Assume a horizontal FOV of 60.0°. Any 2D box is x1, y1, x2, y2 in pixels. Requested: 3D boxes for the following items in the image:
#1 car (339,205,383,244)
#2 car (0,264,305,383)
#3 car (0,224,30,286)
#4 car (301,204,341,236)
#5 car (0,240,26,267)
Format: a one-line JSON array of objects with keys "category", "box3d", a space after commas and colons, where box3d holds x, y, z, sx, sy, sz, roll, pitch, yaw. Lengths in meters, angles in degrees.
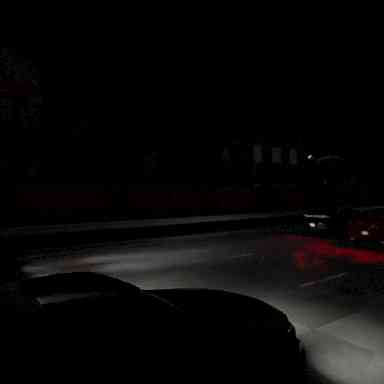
[{"category": "car", "box3d": [8.658, 1.413, 14.216, 5.008, 1.535, 1.882, 0, 0, -35]}, {"category": "car", "box3d": [-0.950, 1.522, 3.067, 4.674, 1.442, 1.812, 0, 0, -36]}, {"category": "car", "box3d": [-6.521, 1.605, 7.693, 4.718, 1.301, 1.895, 0, 0, -35]}, {"category": "car", "box3d": [7.982, 1.419, 18.031, 4.902, 1.511, 2.128, 0, 0, -35]}, {"category": "car", "box3d": [-4.729, 1.569, 4.672, 4.181, 1.385, 1.994, 0, 0, -35]}]
